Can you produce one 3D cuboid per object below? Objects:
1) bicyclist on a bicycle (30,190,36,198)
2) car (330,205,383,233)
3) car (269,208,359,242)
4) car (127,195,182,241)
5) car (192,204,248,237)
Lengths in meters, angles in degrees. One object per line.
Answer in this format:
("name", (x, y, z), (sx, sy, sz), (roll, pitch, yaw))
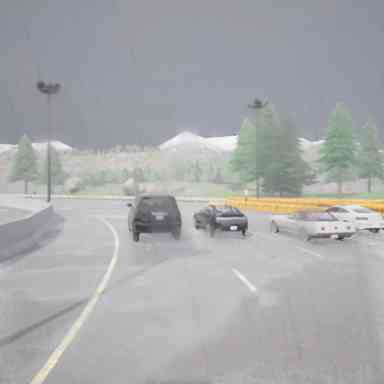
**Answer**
("bicyclist on a bicycle", (-34.288, 0.451, 72.109), (0.582, 1.620, 1.656), (1, -20, 20))
("car", (8.431, 1.432, 18.443), (1.812, 1.442, 4.674), (0, 1, -14))
("car", (5.465, 1.527, 15.993), (1.895, 1.301, 4.718), (0, 1, -12))
("car", (-1.973, 1.135, 16.559), (2.150, 2.045, 5.566), (0, 1, -13))
("car", (1.342, 1.399, 17.488), (2.128, 1.511, 4.902), (0, 1, -13))
